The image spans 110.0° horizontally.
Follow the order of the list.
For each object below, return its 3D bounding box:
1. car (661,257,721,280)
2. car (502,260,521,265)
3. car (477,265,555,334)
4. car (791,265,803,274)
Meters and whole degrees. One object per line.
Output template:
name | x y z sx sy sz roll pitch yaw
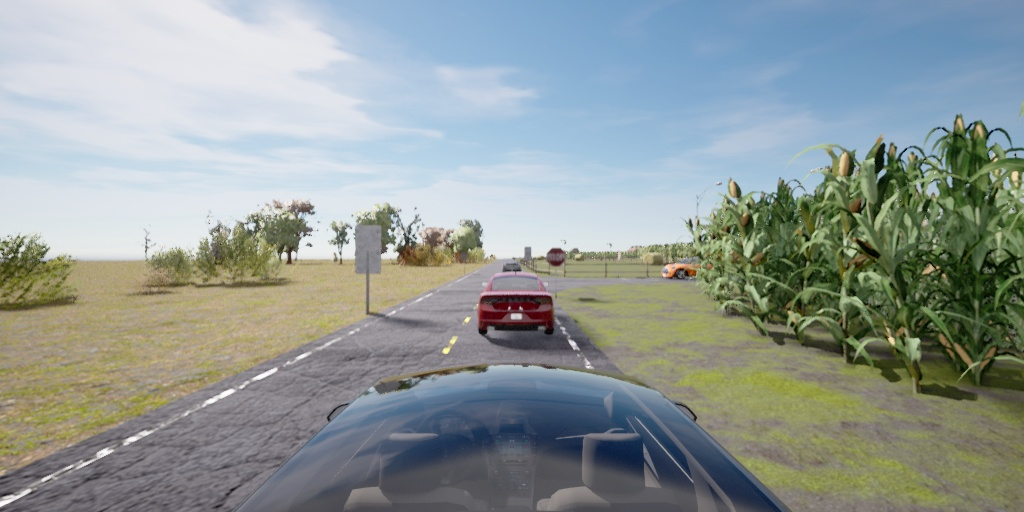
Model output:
car | 14.205 0.903 28.230 4.553 1.767 2.097 -1 -1 -1
car | -0.029 1.150 38.526 2.128 1.511 4.902 0 0 -1
car | 0.099 1.203 10.518 1.882 1.535 5.008 0 0 0
car | 24.832 0.995 28.396 5.357 1.411 2.033 -1 -1 -1
